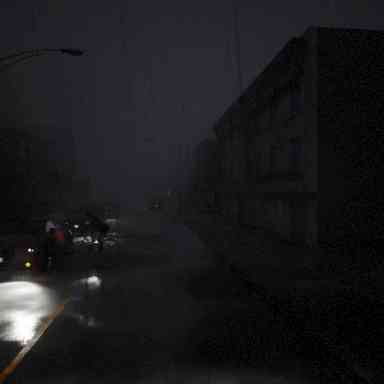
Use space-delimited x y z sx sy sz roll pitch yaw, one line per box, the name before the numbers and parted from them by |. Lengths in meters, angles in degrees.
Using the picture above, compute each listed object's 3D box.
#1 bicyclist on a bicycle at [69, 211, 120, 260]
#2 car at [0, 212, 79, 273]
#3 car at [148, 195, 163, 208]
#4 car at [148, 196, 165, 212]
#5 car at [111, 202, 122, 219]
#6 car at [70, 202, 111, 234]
bicyclist on a bicycle | -3.227 1.453 10.992 1.656 1.620 0.582 -2 0 -6
car | -5.165 1.564 10.503 1.994 1.385 4.181 0 0 -6
car | -5.287 1.352 49.147 2.097 1.767 4.553 0 0 -5
car | -4.189 1.564 39.310 1.994 1.385 4.181 0 0 -6
car | -7.250 1.564 29.189 1.994 1.385 4.181 0 0 -6
car | -6.161 1.505 19.348 1.837 1.490 4.892 0 0 -6
